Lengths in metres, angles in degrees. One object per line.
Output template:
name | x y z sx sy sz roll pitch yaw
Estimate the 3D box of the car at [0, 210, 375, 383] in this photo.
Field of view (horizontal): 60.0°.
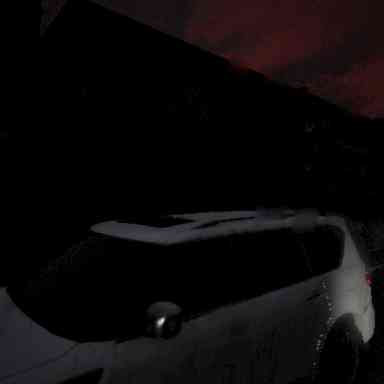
car | -0.226 1.258 3.422 5.566 2.045 2.150 0 -1 -39
